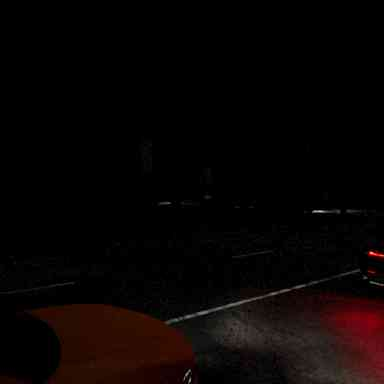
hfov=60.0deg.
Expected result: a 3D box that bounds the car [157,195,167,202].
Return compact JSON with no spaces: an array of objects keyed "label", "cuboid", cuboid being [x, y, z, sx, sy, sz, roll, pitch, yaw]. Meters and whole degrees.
[{"label":"car","cuboid":[-6.762,1.264,64.453,2.128,1.511,4.902,-1,0,-38]}]

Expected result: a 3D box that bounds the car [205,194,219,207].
[{"label":"car","cuboid":[3.804,1.355,45.553,1.994,1.385,4.181,-1,0,-39]}]

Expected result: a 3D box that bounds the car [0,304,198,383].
[{"label":"car","cuboid":[-2.224,1.478,2.142,5.008,1.535,1.882,0,0,-36]}]

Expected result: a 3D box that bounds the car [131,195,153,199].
[{"label":"car","cuboid":[-9.742,1.309,62.581,1.837,1.490,4.892,-1,0,-38]}]

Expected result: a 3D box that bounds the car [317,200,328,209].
[{"label":"car","cuboid":[13.429,1.234,39.150,1.882,1.535,5.008,-1,0,-39]}]

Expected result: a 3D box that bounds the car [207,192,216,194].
[{"label":"car","cuboid":[4.307,0.985,50.514,2.150,2.045,5.566,-1,0,-39]}]

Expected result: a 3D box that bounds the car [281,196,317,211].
[{"label":"car","cuboid":[11.019,1.350,36.564,1.994,1.385,4.181,-1,0,-39]}]

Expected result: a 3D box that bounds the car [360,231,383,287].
[{"label":"car","cuboid":[5.930,1.468,7.976,4.892,1.490,1.837,0,0,-35]}]
